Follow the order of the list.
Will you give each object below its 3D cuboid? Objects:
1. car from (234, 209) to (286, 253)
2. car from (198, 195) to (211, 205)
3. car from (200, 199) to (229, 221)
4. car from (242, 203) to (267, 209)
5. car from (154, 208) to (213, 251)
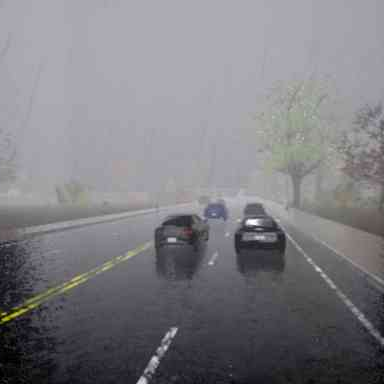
[{"bbox_3d":[2.833,1.654,14.160,1.994,1.385,4.181,-1,0,10],"label":"car"},{"bbox_3d":[2.754,1.725,70.699,2.150,2.045,5.566,-1,0,10],"label":"car"},{"bbox_3d":[2.243,1.695,29.683,1.882,1.535,5.008,-1,0,10],"label":"car"},{"bbox_3d":[5.413,1.688,28.952,1.837,1.490,4.892,-1,0,10],"label":"car"},{"bbox_3d":[-0.354,1.652,14.808,1.812,1.442,4.674,-1,0,10],"label":"car"}]
